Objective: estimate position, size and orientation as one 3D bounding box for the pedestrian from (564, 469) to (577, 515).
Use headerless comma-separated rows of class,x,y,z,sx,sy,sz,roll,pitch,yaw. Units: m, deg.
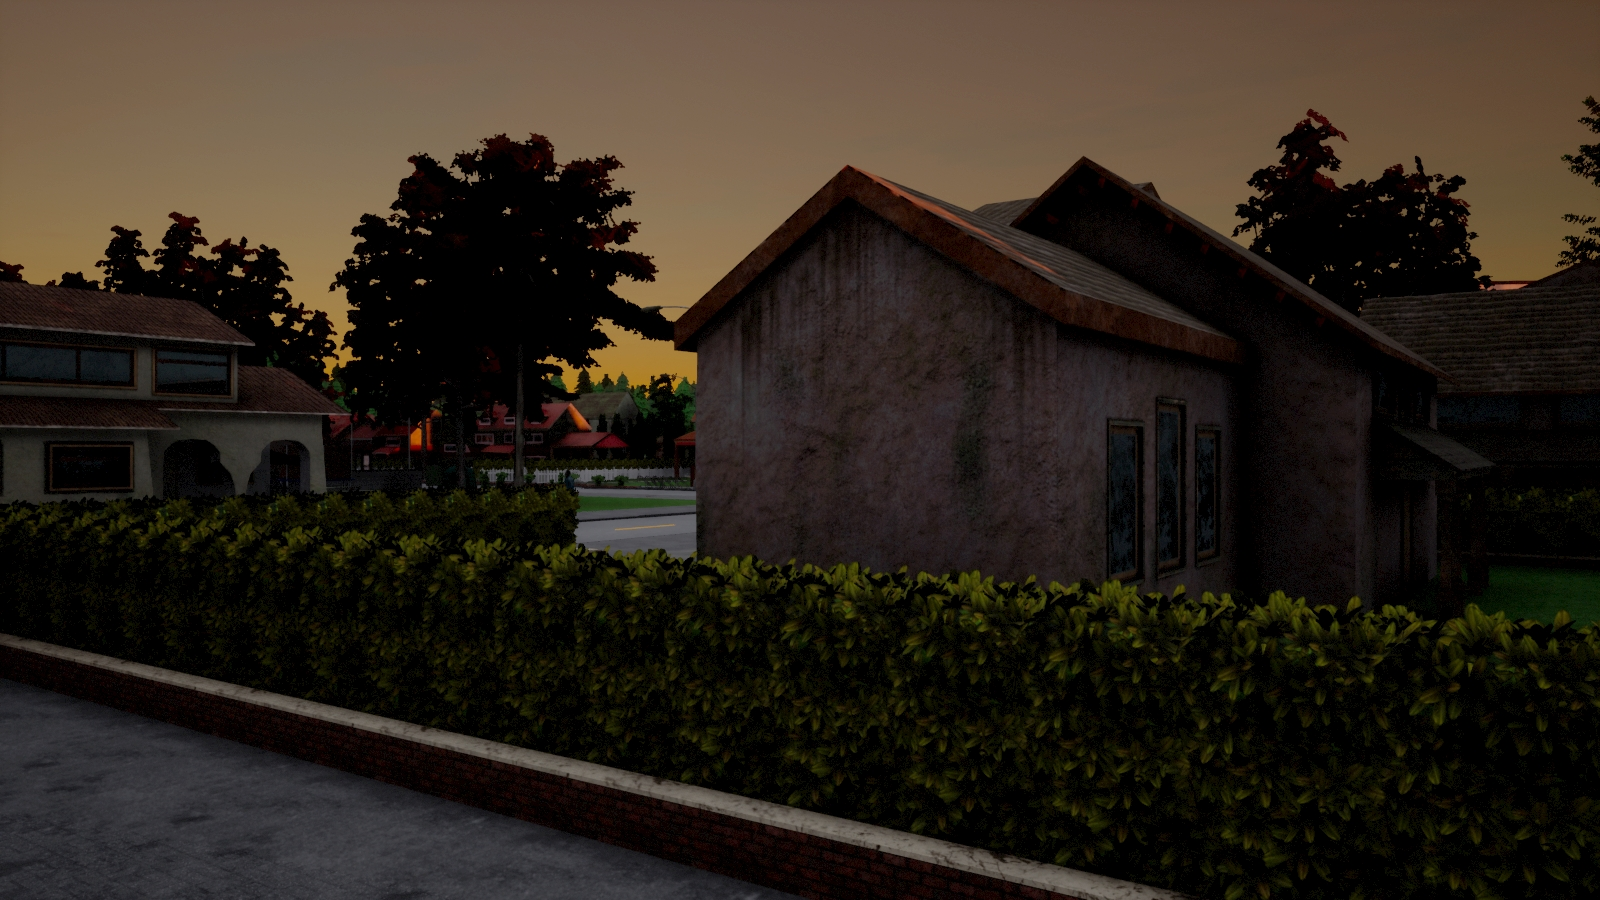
pedestrian,-9.440,1.733,47.049,0.375,1.860,0.375,0,0,35
